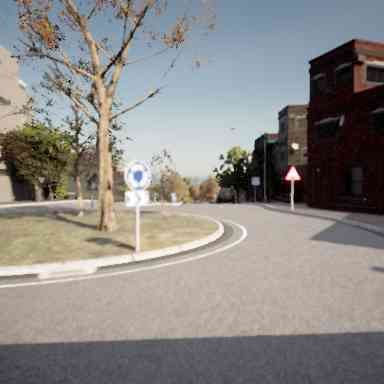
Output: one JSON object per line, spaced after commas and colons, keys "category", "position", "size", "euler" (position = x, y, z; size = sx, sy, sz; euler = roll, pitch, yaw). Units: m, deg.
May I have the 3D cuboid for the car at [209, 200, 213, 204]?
{"category": "car", "position": [4.236, 1.695, 55.565], "size": [1.812, 1.442, 4.674], "euler": [0, -3, 0]}

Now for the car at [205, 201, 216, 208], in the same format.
{"category": "car", "position": [4.260, 2.845, 77.609], "size": [2.128, 1.511, 4.902], "euler": [0, -3, 0]}

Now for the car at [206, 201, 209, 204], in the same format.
{"category": "car", "position": [4.244, 2.336, 67.131], "size": [1.882, 1.535, 5.008], "euler": [0, -3, 0]}

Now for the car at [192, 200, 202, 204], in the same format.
{"category": "car", "position": [1.040, 2.393, 66.631], "size": [1.994, 1.385, 4.181], "euler": [0, -3, 1]}

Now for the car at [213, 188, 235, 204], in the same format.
{"category": "car", "position": [4.245, 0.617, 42.704], "size": [2.150, 2.045, 5.566], "euler": [0, -5, 0]}
